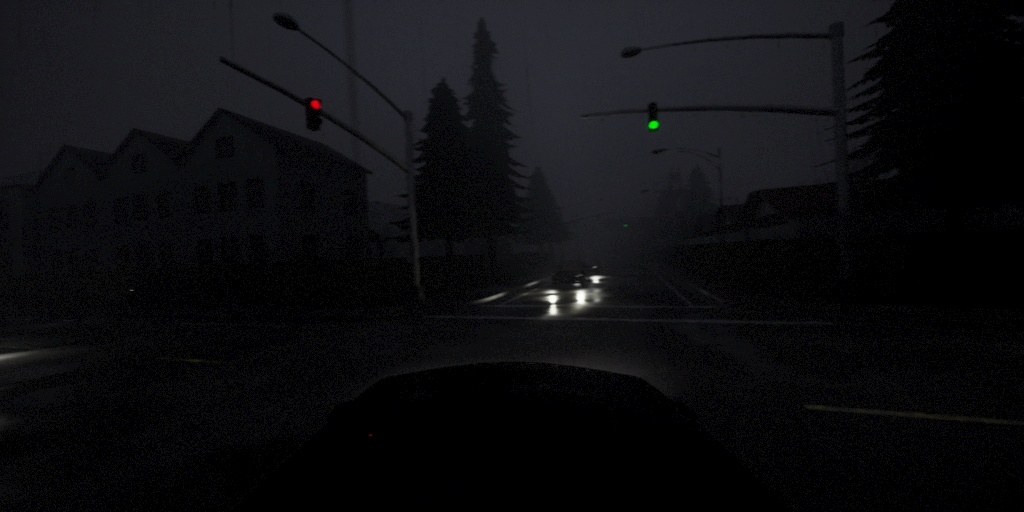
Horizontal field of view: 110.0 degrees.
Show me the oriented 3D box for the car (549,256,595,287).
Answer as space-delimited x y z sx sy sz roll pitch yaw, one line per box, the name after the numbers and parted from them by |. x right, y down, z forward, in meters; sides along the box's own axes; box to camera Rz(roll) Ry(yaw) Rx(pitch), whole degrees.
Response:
3.766 0.988 22.346 1.882 1.535 5.008 -3 0 18 | car

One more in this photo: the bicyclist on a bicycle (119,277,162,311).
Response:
-18.136 1.820 17.525 0.582 1.620 1.656 -3 1 18 | bicyclist on a bicycle

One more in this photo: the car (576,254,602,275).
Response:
6.772 0.863 31.565 1.812 1.442 4.674 -3 0 18 | car
